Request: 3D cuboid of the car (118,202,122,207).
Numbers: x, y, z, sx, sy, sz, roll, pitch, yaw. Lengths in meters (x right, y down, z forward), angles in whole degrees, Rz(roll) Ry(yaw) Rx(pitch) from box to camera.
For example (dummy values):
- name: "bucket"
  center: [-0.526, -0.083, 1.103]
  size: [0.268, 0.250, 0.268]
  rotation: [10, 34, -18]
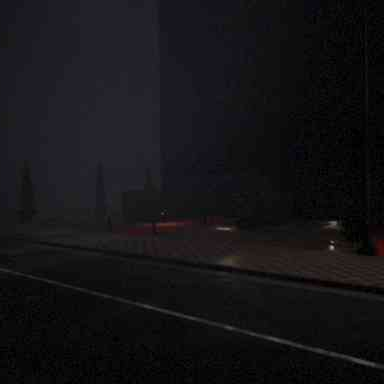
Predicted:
- name: "car"
  center: [-11.209, 2.076, 61.053]
  size: [1.895, 1.301, 4.718]
  rotation: [-1, 0, 36]
